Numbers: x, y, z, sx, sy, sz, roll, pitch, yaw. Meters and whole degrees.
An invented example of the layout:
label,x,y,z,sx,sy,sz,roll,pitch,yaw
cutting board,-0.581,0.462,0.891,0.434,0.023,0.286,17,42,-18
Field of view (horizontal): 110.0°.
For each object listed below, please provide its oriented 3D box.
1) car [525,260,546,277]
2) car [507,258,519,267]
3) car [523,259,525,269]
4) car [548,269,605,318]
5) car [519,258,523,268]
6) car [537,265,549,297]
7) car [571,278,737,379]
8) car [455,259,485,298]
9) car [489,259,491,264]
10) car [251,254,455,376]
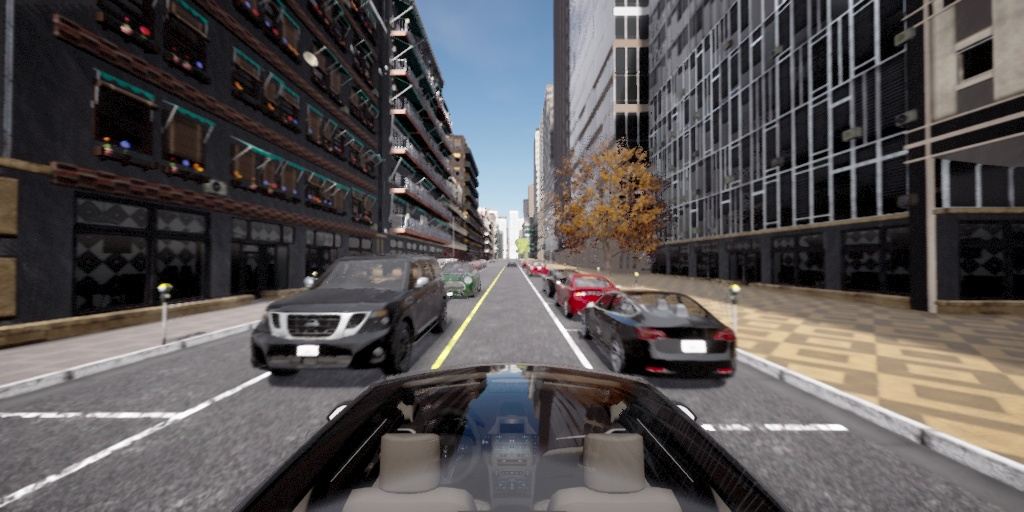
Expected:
label,x,y,z,sx,sy,sz,roll,pitch,yaw
car,2.565,1.204,35.425,1.967,1.591,4.097,0,0,0
car,-0.001,1.322,64.737,2.033,1.411,5.357,0,0,0
car,2.565,1.311,41.077,1.888,1.381,4.507,0,0,0
car,2.565,1.301,12.814,1.888,1.381,4.507,0,0,0
car,2.565,1.317,58.035,1.888,1.381,4.507,0,0,0
car,2.565,1.324,18.467,1.948,1.339,4.313,0,0,0
car,2.565,1.319,7.162,1.948,1.339,4.313,0,0,0
car,-2.782,1.109,18.380,2.097,1.767,4.553,0,0,0
car,-5.316,1.322,63.904,2.007,1.370,4.403,0,0,0
car,-2.835,0.973,7.781,2.150,2.045,5.566,0,0,0
